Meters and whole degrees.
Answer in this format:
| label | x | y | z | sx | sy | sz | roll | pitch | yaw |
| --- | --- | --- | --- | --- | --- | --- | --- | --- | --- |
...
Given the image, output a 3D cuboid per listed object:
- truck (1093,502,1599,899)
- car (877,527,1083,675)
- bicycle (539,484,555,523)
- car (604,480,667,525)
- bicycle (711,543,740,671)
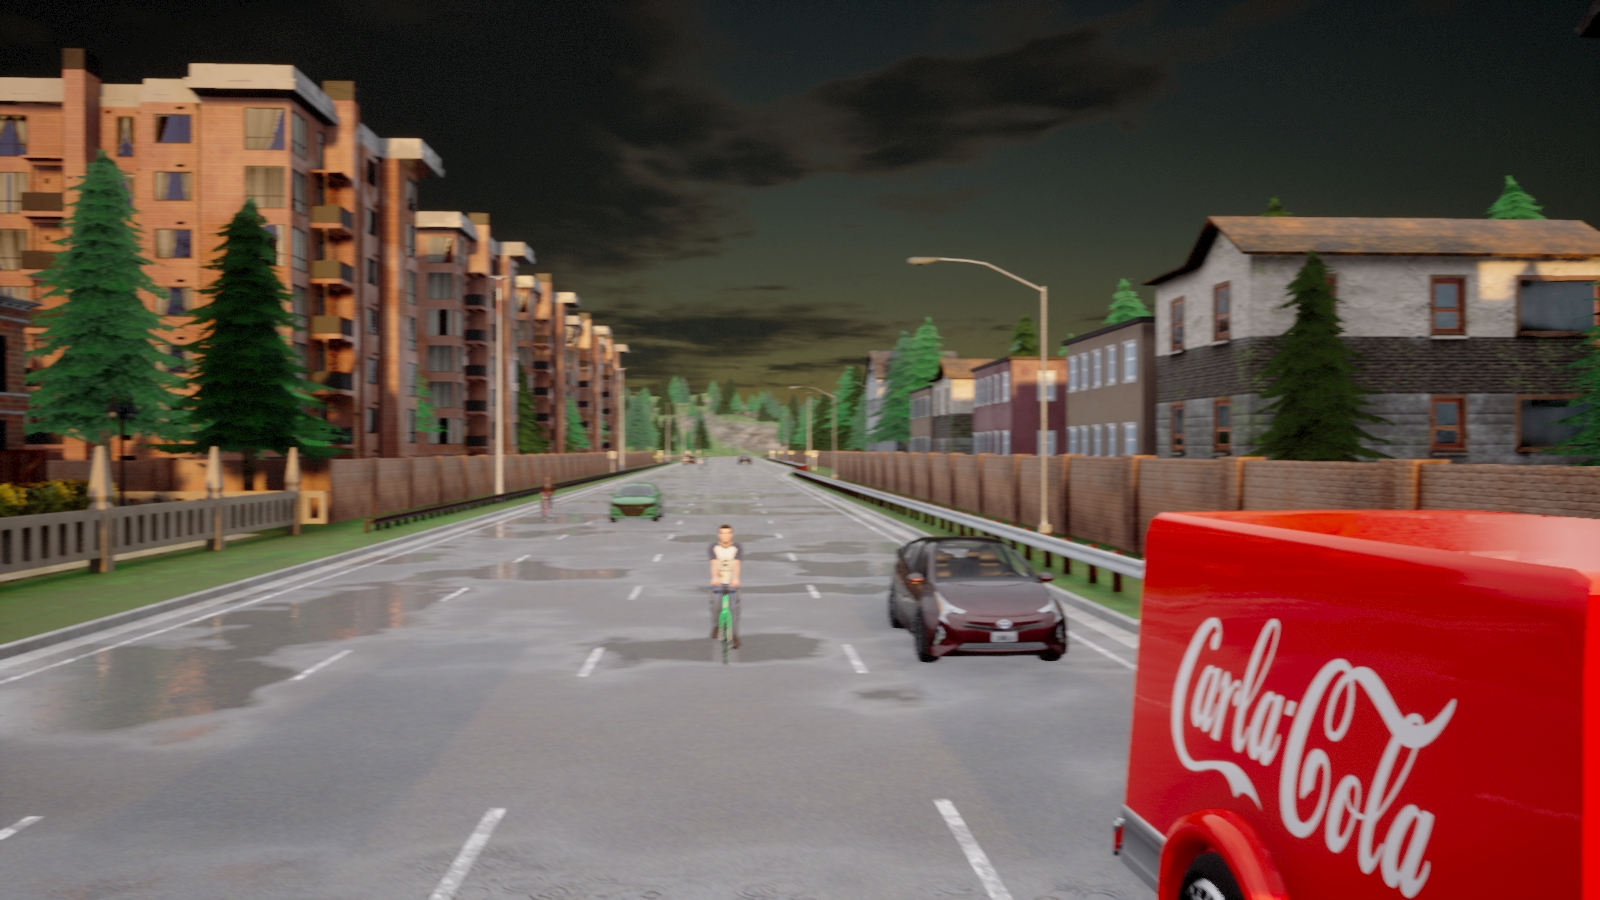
| label | x | y | z | sx | sy | sz | roll | pitch | yaw |
| --- | --- | --- | --- | --- | --- | --- | --- | --- | --- |
| truck | 3.195 | 1.556 | 4.120 | 2.627 | 2.467 | 5.204 | 0 | 0 | -4 |
| car | 2.406 | 2.032 | 16.526 | 2.007 | 1.525 | 4.514 | 0 | 0 | -4 |
| bicycle | -9.939 | 2.077 | 44.849 | 0.329 | 1.471 | 1.835 | 0 | 0 | -3 |
| car | -6.485 | 2.044 | 45.609 | 2.097 | 1.535 | 5.006 | 0 | 0 | -4 |
| bicycle | -0.998 | 2.056 | 15.323 | 0.373 | 1.496 | 1.643 | 0 | 0 | -4 |
